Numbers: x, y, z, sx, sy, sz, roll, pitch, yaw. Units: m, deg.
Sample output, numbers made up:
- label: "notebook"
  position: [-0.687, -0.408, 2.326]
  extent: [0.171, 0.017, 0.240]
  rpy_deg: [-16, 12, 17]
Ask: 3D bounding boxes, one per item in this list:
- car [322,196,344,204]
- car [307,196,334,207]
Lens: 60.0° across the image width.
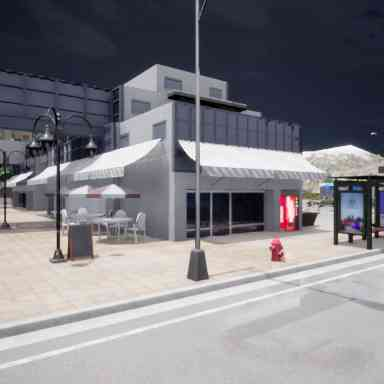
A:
- label: "car"
  position: [28.404, 1.489, 66.928]
  extent: [4.514, 1.523, 2.007]
  rpy_deg: [0, 0, -36]
- label: "car"
  position: [19.131, 1.345, 48.810]
  extent: [5.027, 1.636, 2.152]
  rpy_deg: [0, 0, -36]
